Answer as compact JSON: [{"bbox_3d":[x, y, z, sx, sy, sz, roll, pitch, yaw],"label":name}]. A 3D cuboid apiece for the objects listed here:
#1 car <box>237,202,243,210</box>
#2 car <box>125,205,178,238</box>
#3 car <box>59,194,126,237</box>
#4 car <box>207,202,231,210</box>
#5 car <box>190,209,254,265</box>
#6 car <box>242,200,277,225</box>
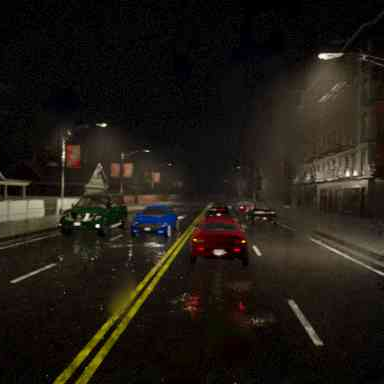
[{"bbox_3d":[6.532,1.853,40.635,1.895,1.301,4.718,1,0,5],"label":"car"},{"bbox_3d":[-1.894,1.501,18.162,1.882,1.535,5.008,1,0,5],"label":"car"},{"bbox_3d":[-5.136,1.167,18.308,2.150,2.045,5.566,1,0,5],"label":"car"},{"bbox_3d":[2.403,1.644,29.780,1.837,1.490,4.892,1,0,5],"label":"car"},{"bbox_3d":[0.967,1.587,11.910,1.812,1.442,4.674,1,0,5],"label":"car"},{"bbox_3d":[5.354,1.684,25.942,2.128,1.511,4.902,1,0,5],"label":"car"}]
